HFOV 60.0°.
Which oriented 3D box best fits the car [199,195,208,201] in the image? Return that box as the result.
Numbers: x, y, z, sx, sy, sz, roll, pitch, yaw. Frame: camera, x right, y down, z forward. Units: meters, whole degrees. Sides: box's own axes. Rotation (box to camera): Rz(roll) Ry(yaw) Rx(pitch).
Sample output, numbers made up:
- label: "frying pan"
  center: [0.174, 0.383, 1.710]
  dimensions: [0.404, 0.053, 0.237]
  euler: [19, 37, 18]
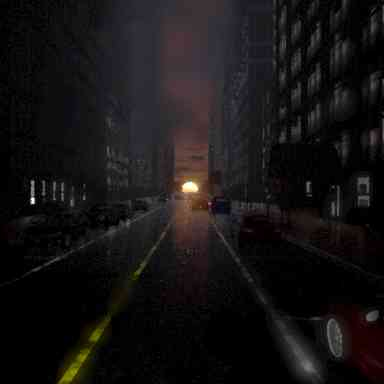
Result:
- label: "car"
  center: [2.691, 1.434, 77.007]
  dimensions: [2.008, 1.369, 4.403]
  euler: [0, 0, 0]

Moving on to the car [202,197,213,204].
- label: "car"
  center: [2.691, 1.503, 59.929]
  dimensions: [1.802, 1.307, 4.206]
  euler: [0, 0, 0]

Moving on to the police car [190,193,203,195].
- label: "police car"
  center: [0.900, 1.366, 47.596]
  dimensions: [1.930, 1.638, 5.238]
  euler: [0, 0, 0]

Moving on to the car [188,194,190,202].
- label: "car"
  center: [0.900, 1.131, 53.516]
  dimensions: [2.150, 2.045, 5.566]
  euler: [0, 0, 0]

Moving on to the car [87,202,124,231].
- label: "car"
  center: [-5.691, 1.423, 20.086]
  dimensions: [1.967, 1.590, 4.097]
  euler: [0, 0, 0]

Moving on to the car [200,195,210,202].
- label: "car"
  center: [2.691, 1.448, 71.314]
  dimensions: [2.008, 1.369, 4.403]
  euler: [0, 0, 0]

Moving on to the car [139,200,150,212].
- label: "car"
  center: [-5.691, 1.538, 37.162]
  dimensions: [1.802, 1.307, 4.206]
  euler: [0, 0, 0]

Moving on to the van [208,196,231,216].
- label: "van"
  center: [2.690, 1.306, 31.467]
  dimensions: [1.690, 1.788, 3.998]
  euler: [0, 0, 0]

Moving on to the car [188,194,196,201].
- label: "car"
  center: [0.001, 1.300, 74.061]
  dimensions: [1.812, 1.442, 4.674]
  euler: [0, 0, 0]

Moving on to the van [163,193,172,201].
- label: "van"
  center: [-5.689, 1.224, 77.010]
  dimensions: [1.690, 1.788, 3.998]
  euler: [0, 0, 0]

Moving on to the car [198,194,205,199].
- label: "car"
  center: [2.691, 1.271, 94.083]
  dimensions: [1.967, 1.590, 4.097]
  euler: [0, 0, 0]

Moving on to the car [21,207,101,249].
- label: "car"
  center: [-5.691, 1.541, 14.393]
  dimensions: [2.008, 1.369, 4.403]
  euler: [0, 0, 0]

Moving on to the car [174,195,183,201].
- label: "car"
  center: [-3.000, 1.401, 76.635]
  dimensions: [1.994, 1.385, 4.181]
  euler: [0, 0, 0]

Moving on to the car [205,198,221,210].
- label: "car"
  center: [2.690, 1.529, 42.852]
  dimensions: [1.802, 1.307, 4.206]
  euler: [0, 0, 0]

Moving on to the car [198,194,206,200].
- label: "car"
  center: [2.692, 1.288, 88.391]
  dimensions: [1.967, 1.590, 4.097]
  euler: [0, 0, 0]

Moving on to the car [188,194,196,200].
- label: "car"
  center: [0.000, 1.231, 89.061]
  dimensions: [1.837, 1.490, 4.892]
  euler: [0, 0, 0]

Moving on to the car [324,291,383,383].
- label: "car"
  center: [2.689, 1.580, 3.003]
  dimensions: [1.802, 1.307, 4.206]
  euler: [0, 0, 0]

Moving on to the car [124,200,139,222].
- label: "car"
  center: [-5.691, 1.525, 25.778]
  dimensions: [2.008, 1.369, 4.403]
  euler: [0, 0, 0]

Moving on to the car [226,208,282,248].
- label: "car"
  center: [2.690, 1.572, 14.391]
  dimensions: [1.802, 1.307, 4.206]
  euler: [0, 0, 0]

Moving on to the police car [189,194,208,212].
- label: "police car"
  center: [0.900, 1.381, 37.596]
  dimensions: [1.930, 1.638, 5.238]
  euler: [0, 0, 0]

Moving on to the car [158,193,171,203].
- label: "car"
  center: [-5.690, 1.461, 65.625]
  dimensions: [2.008, 1.369, 4.403]
  euler: [0, 0, 0]
